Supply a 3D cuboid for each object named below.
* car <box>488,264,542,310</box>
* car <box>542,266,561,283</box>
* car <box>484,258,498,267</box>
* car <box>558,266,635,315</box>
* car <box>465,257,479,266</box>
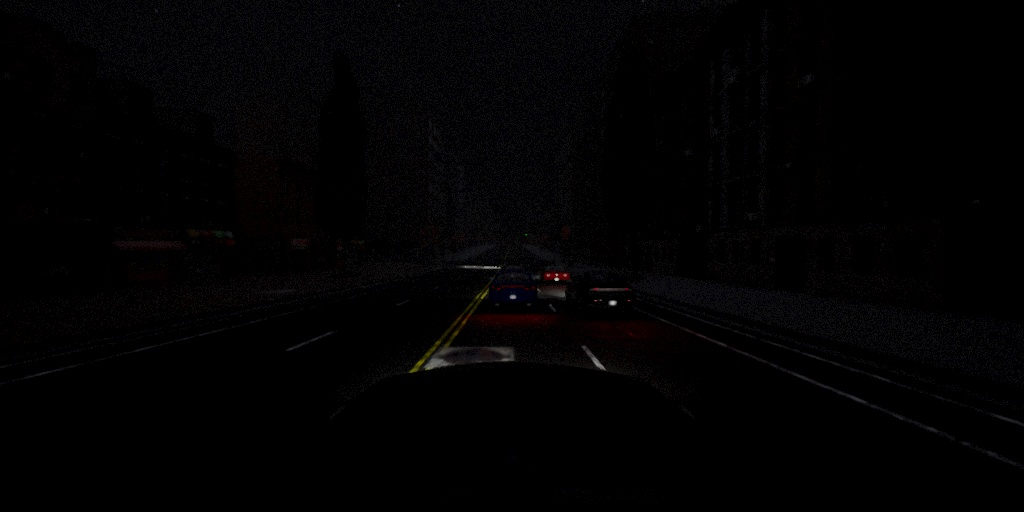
[{"bbox_3d":[0.057,1.315,15.354,1.882,1.535,5.008,0,0,0],"label":"car"},{"bbox_3d":[3.294,1.410,28.475,1.895,1.301,4.718,0,0,1],"label":"car"},{"bbox_3d":[-3.292,0.940,56.503,1.994,1.385,4.181,0,1,1],"label":"car"},{"bbox_3d":[3.300,1.327,14.107,2.128,1.511,4.902,0,0,0],"label":"car"},{"bbox_3d":[-6.516,0.865,58.922,2.033,1.411,5.357,0,1,0],"label":"car"}]
